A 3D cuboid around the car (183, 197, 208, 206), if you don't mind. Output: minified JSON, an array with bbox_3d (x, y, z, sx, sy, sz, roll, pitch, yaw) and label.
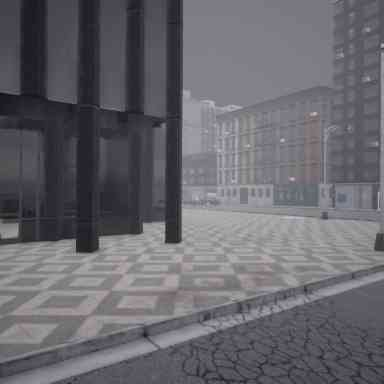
[{"bbox_3d":[0.257,1.633,58.506,1.812,1.442,4.674,1,0,-35],"label":"car"}]

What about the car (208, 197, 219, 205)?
[{"bbox_3d":[2.816,1.639,60.464,1.837,1.490,4.892,1,0,-35],"label":"car"}]
